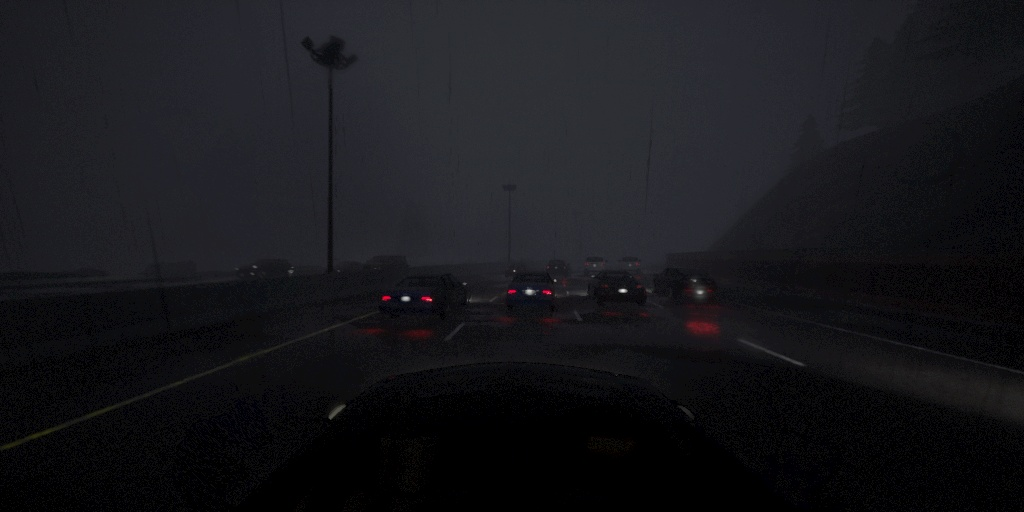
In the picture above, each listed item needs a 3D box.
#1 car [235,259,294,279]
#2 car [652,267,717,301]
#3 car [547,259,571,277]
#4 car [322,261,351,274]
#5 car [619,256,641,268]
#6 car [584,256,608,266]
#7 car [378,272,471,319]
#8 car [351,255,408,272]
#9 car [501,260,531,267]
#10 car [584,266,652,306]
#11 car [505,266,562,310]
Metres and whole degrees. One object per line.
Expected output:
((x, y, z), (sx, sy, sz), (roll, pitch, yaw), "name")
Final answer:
((-21.557, 1.032, 31.450), (2.097, 1.767, 4.553), (0, 0, 11), "car")
((8.252, 1.277, 17.551), (1.837, 1.490, 4.892), (0, 0, 7), "car")
((4.645, 1.111, 35.569), (2.097, 1.767, 4.553), (0, 0, 14), "car")
((-14.452, 1.227, 31.445), (1.812, 1.442, 4.674), (0, 0, 12), "car")
((13.328, 1.005, 40.583), (2.150, 2.045, 5.566), (0, 0, 17), "car")
((8.909, 0.992, 38.068), (2.150, 2.045, 5.566), (0, 0, 16), "car")
((-2.851, 1.287, 12.840), (2.033, 1.411, 5.357), (0, 0, 5), "car")
((-10.997, 0.936, 31.007), (2.150, 2.045, 5.566), (0, 0, 12), "car")
((0.674, 1.311, 34.112), (1.994, 1.385, 4.181), (0, 0, 13), "car")
((4.542, 1.325, 15.996), (1.994, 1.385, 4.181), (0, 0, 6), "car")
((0.855, 1.298, 14.848), (2.033, 1.411, 5.357), (0, 0, 6), "car")
